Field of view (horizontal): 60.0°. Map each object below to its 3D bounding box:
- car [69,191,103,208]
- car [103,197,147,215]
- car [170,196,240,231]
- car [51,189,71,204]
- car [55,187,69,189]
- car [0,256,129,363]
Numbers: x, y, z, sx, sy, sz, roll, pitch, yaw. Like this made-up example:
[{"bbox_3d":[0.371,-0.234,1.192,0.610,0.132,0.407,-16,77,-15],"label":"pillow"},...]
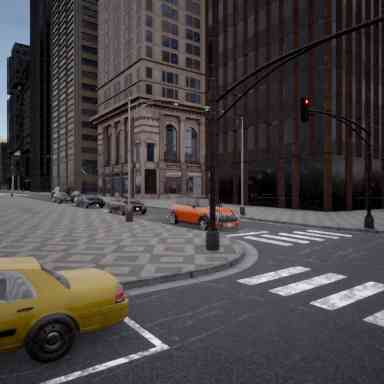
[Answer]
[{"bbox_3d":[-10.841,0.895,34.934,2.033,1.411,5.357,0,1,-35],"label":"car"},{"bbox_3d":[-5.351,1.092,27.258,1.994,1.385,4.181,0,1,-36],"label":"car"},{"bbox_3d":[0.638,1.079,18.889,2.097,1.767,4.553,0,1,-36],"label":"car"},{"bbox_3d":[-16.678,0.664,43.141,1.837,1.490,4.892,0,1,-36],"label":"car"},{"bbox_3d":[-21.933,0.136,55.755,2.150,2.045,5.566,0,1,-36],"label":"car"},{"bbox_3d":[-3.264,1.525,4.321,4.829,1.417,1.752,0,0,-35],"label":"car"}]
